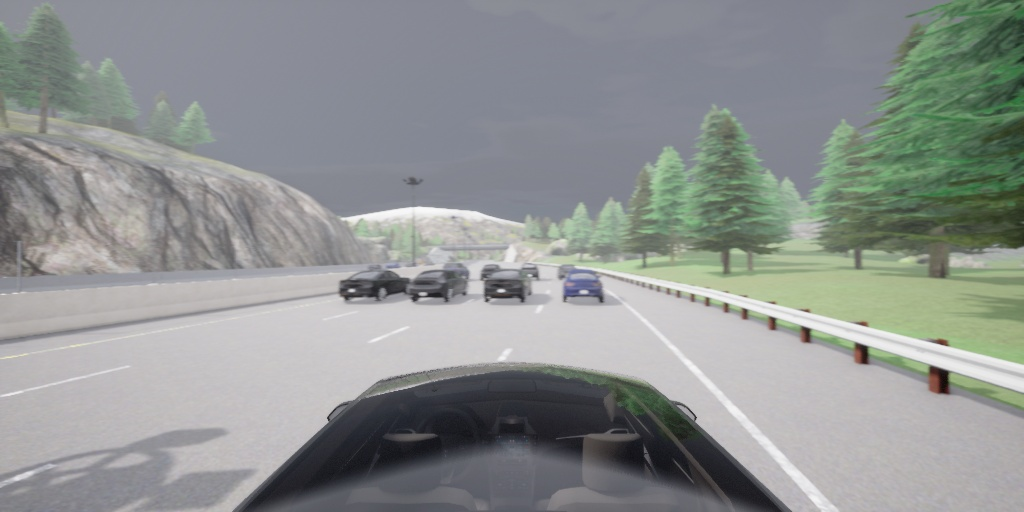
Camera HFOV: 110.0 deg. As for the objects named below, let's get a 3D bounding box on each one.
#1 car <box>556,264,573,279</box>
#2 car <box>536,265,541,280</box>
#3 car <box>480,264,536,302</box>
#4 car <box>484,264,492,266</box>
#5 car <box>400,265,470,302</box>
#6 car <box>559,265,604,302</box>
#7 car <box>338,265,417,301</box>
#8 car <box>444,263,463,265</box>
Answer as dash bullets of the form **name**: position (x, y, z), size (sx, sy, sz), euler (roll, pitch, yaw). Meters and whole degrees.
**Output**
- **car**: position (5.118, 1.472, 32.990), size (2.033, 1.411, 5.357), euler (-1, 0, 4)
- **car**: position (1.647, 1.464, 33.562), size (2.128, 1.511, 4.902), euler (-1, 0, 4)
- **car**: position (-0.101, 1.352, 17.909), size (1.882, 1.535, 5.008), euler (-1, 0, 8)
- **car**: position (-1.842, 1.524, 33.834), size (1.837, 1.490, 4.892), euler (-1, 0, 4)
- **car**: position (-3.584, 1.427, 18.267), size (1.837, 1.490, 4.892), euler (-1, 0, 8)
- **car**: position (3.349, 1.353, 17.307), size (1.812, 1.442, 4.674), euler (-1, 0, 8)
- **car**: position (-7.019, 1.445, 18.976), size (1.882, 1.535, 5.008), euler (-1, 0, 8)
- **car**: position (-5.348, 1.410, 33.879), size (2.097, 1.767, 4.553), euler (-1, -1, 4)
